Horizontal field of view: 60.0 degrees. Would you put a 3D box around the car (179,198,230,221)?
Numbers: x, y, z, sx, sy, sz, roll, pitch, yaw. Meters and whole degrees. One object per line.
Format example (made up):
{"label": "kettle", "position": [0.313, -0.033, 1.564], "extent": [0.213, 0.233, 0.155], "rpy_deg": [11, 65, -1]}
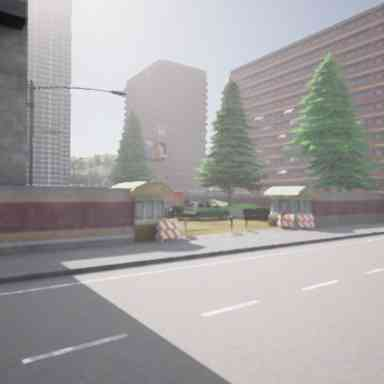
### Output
{"label": "car", "position": [1.278, 1.529, 27.732], "extent": [3.988, 1.617, 1.851], "rpy_deg": [1, 0, -35]}

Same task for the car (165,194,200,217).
{"label": "car", "position": [-0.754, 1.369, 31.778], "extent": [4.605, 1.855, 1.932], "rpy_deg": [1, 0, -35]}
